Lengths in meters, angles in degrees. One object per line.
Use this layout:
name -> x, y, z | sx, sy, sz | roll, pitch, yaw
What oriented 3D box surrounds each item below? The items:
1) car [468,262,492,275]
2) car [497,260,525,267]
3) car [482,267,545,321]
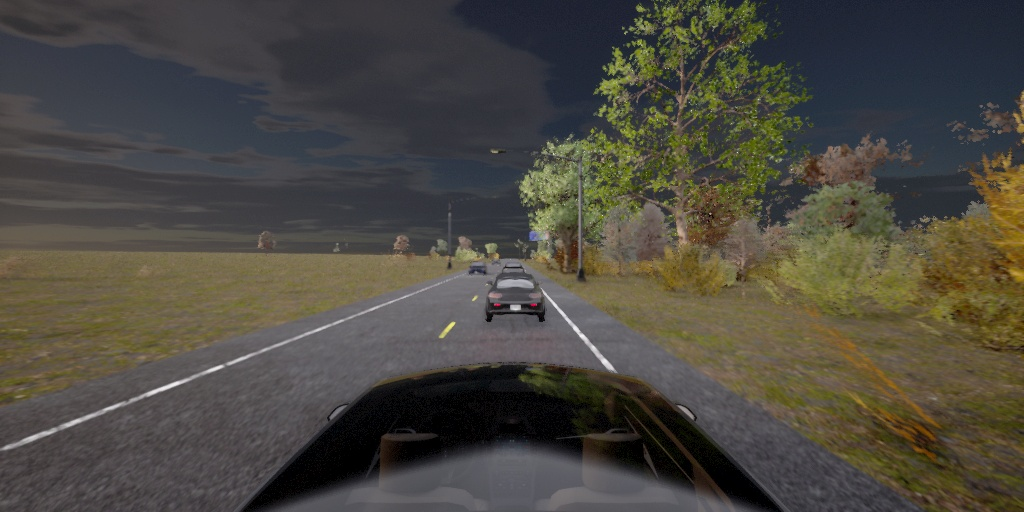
car -> -3.591, 1.310, 38.749 | 2.033, 1.411, 5.357 | 0, 0, 0
car -> 0.106, 1.250, 30.280 | 2.128, 1.511, 4.902 | 0, 0, 0
car -> 0.102, 1.278, 12.352 | 1.812, 1.442, 4.674 | 0, 0, 0
